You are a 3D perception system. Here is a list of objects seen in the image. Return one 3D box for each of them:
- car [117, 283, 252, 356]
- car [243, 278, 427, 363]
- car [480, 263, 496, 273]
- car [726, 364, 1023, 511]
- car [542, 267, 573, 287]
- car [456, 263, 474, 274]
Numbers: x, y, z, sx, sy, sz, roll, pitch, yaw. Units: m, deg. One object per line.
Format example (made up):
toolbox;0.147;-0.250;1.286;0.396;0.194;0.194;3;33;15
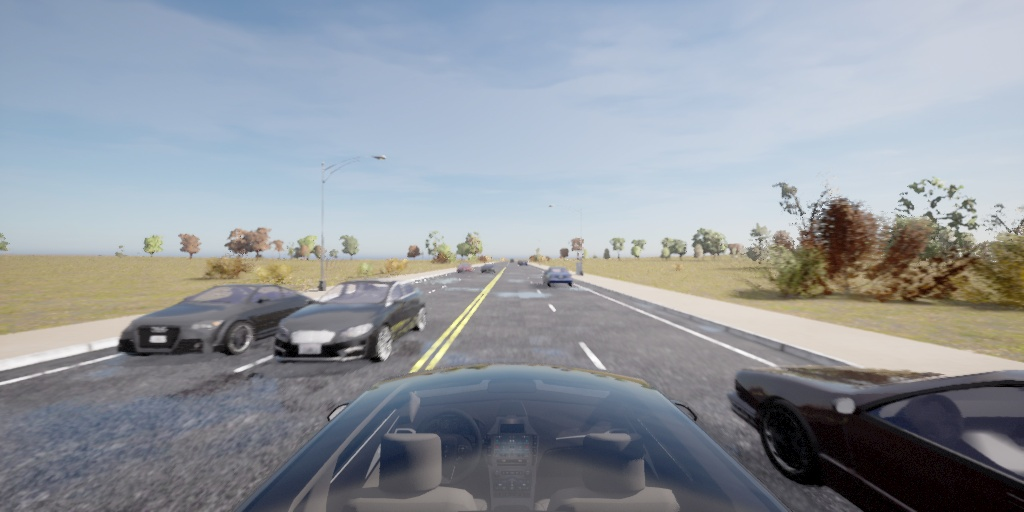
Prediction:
car;-6.596;1.374;8.676;1.994;1.385;4.181;0;0;0
car;-3.346;1.299;8.399;2.128;1.511;4.902;0;0;0
car;-3.288;1.728;50.429;1.994;1.385;4.181;0;0;1
car;3.343;1.296;1.590;2.033;1.411;5.357;0;0;0
car;3.366;1.513;27.144;2.033;1.411;5.357;0;0;0
car;-6.542;1.688;50.040;1.812;1.442;4.674;0;0;0
